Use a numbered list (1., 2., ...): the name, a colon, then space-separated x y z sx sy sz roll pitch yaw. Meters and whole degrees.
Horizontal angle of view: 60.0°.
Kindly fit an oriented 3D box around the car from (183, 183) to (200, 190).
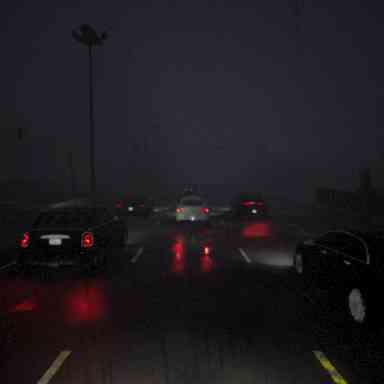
1. car: -0.091 -0.362 38.965 2.033 1.411 5.357 0 4 0

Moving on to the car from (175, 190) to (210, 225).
1. car: 0.021 0.918 18.390 1.812 1.442 4.674 0 3 0

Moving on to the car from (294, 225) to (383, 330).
1. car: 3.581 1.444 6.782 1.837 1.490 4.892 0 1 0

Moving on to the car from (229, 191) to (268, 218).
1. car: 3.531 0.729 21.076 1.837 1.490 4.892 0 3 0

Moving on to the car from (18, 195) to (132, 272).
1. car: -3.434 1.179 10.451 2.097 1.767 4.553 0 2 0

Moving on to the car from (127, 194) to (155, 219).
1. car: -3.489 0.799 20.892 1.994 1.385 4.181 0 4 0
